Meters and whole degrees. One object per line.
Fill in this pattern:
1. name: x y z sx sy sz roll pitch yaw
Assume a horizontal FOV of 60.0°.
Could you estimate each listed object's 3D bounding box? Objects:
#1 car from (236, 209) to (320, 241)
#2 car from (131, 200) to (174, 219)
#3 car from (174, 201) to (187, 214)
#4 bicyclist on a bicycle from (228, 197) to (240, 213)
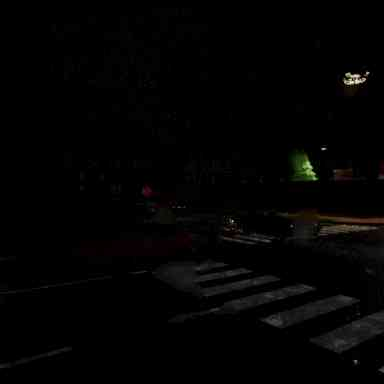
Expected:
1. car: 4.224 1.591 17.037 1.895 1.301 4.718 0 0 -24
2. car: -3.818 1.507 29.364 1.812 1.442 4.674 0 0 -35
3. car: -2.679 1.528 34.117 2.033 1.411 5.357 0 0 -36
4. bicyclist on a bicycle: 4.204 1.283 33.552 1.656 1.620 0.582 0 0 -35
